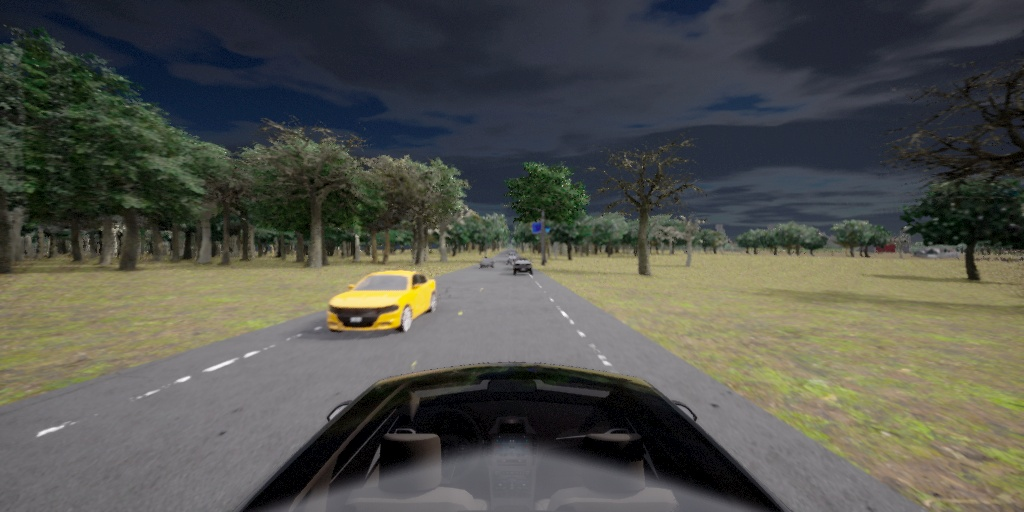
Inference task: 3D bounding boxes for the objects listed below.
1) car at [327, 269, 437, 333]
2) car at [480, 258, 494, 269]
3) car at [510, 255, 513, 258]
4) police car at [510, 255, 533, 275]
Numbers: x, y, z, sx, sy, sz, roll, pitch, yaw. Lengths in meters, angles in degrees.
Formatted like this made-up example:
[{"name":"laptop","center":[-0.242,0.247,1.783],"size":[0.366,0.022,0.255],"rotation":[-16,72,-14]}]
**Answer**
[{"name":"car","center":[-3.591,1.183,10.768],"size":[1.882,1.535,5.008],"rotation":[0,0,0]},{"name":"car","center":[-3.536,1.005,51.369],"size":[1.837,1.490,4.892],"rotation":[0,0,1]},{"name":"car","center":[1.063,0.974,52.054],"size":[1.882,1.535,5.008],"rotation":[0,0,0]},{"name":"police car","center":[1.059,1.005,36.165],"size":[1.930,1.638,5.238],"rotation":[0,0,0]}]
